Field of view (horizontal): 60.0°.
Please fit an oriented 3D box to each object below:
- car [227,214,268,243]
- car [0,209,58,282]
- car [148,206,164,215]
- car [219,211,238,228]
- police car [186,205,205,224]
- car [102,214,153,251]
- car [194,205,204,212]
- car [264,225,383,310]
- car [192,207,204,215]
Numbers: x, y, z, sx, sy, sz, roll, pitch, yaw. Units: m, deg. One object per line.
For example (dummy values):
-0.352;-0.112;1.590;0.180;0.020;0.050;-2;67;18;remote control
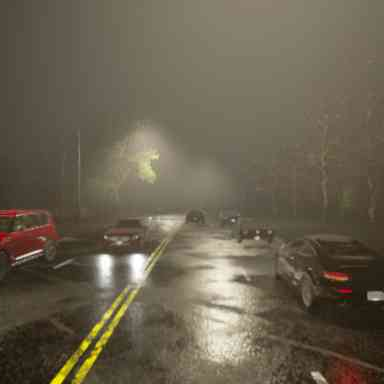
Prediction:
3.356;2.161;19.227;1.895;1.301;4.718;-1;-2;1;car
-6.553;1.649;11.362;2.150;2.045;5.566;0;-2;0;car
-5.704;2.925;53.199;1.994;1.385;4.181;0;-2;2;car
3.504;2.431;30.160;1.994;1.385;4.181;-1;-2;1;car
0.358;2.471;35.135;1.930;1.638;5.238;0;-1;1;police car
-3.253;2.102;17.337;1.812;1.442;4.674;0;-2;1;car
1.589;3.603;74.672;2.033;1.411;5.357;0;-1;3;car
3.279;1.769;8.236;1.812;1.442;4.674;0;-2;0;car
1.047;3.202;57.483;1.895;1.301;4.718;-1;-3;2;car
